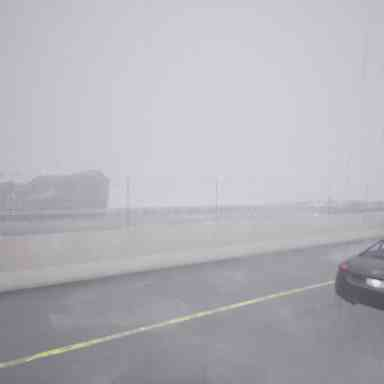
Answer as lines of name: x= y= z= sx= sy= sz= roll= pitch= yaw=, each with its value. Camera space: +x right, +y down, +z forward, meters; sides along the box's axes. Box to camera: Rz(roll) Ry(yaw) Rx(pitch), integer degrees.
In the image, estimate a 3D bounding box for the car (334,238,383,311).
car: x=4.883 y=1.558 z=6.859 sx=4.181 sy=1.385 sz=1.994 roll=0 pitch=0 yaw=-33
